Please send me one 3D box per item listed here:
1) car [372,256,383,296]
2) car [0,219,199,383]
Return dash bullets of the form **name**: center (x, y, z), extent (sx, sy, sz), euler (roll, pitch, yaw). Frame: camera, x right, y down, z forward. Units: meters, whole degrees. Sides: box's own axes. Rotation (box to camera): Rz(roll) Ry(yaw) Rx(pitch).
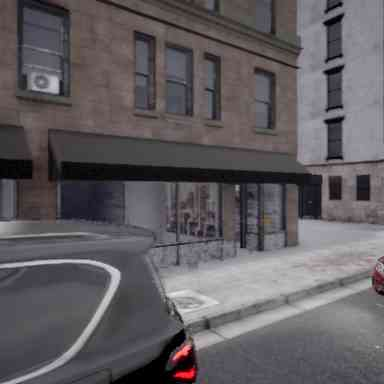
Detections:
- **car**: center (5.813, 1.453, 7.295), extent (4.674, 1.442, 1.812), euler (-1, 0, -36)
- **car**: center (-2.488, 1.245, 1.298), extent (5.566, 2.045, 2.150), euler (-1, 0, -38)
